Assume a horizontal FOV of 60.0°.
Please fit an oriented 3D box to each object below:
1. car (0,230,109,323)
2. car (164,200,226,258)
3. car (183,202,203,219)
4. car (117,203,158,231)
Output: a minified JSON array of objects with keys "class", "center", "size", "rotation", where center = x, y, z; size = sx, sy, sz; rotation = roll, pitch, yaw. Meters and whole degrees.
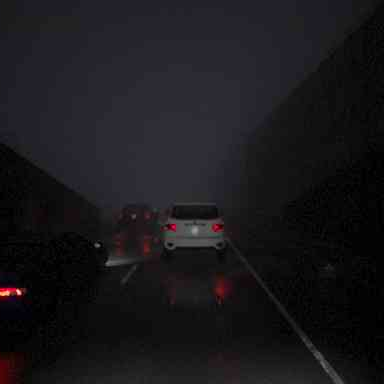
[{"class":"car","center":[-3.399,1.596,7.597],"size":[2.033,1.411,5.357],"rotation":[0,0,0]},{"class":"car","center":[0.100,1.308,13.335],"size":[2.150,2.045,5.566],"rotation":[0,0,0]},{"class":"car","center":[0.098,1.730,32.229],"size":[1.812,1.442,4.674],"rotation":[0,0,0]},{"class":"car","center":[-3.401,1.489,21.569],"size":[2.097,1.767,4.553],"rotation":[0,0,0]}]
